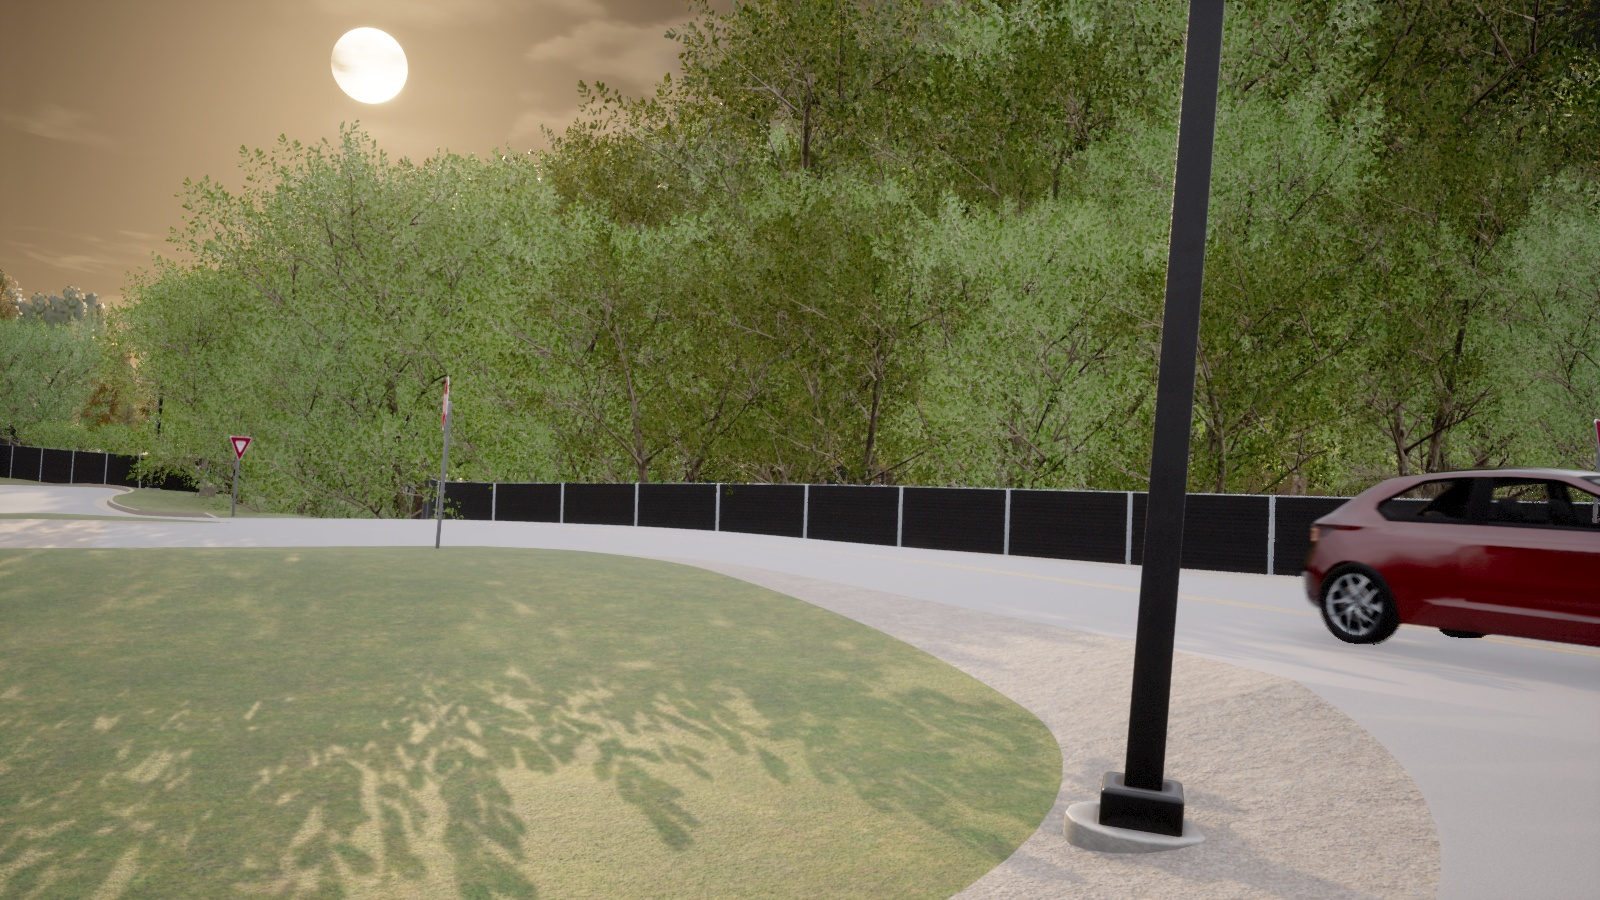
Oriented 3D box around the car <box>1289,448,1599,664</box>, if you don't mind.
[{"bbox_3d":[6.046,0.753,9.400,1.816,1.474,4.193,2,-2,-32],"label":"car"}]
